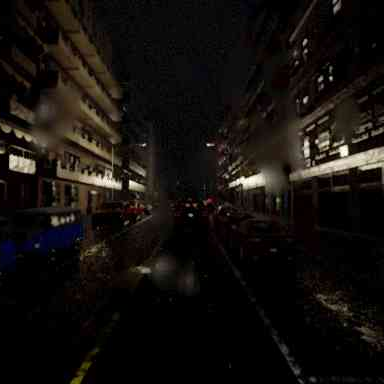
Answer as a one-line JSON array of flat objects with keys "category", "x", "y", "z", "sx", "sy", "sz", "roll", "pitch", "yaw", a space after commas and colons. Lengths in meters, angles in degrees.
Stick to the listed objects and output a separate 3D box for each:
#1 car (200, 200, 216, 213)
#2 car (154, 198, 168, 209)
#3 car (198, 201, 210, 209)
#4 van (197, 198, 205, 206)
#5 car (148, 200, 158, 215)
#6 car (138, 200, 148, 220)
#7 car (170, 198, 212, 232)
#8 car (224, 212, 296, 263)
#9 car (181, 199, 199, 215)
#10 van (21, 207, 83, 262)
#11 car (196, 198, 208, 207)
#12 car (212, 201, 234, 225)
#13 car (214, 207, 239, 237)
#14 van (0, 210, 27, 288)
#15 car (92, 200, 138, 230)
[{"category": "car", "x": 2.174, "y": 1.945, "z": 45.594, "sx": 1.967, "sy": 1.590, "sz": 4.097, "roll": 1, "pitch": -1, "yaw": 0}, {"category": "car", "x": -5.763, "y": 1.975, "z": 56.645, "sx": 2.192, "sy": 1.841, "sz": 5.009, "roll": 1, "pitch": -1, "yaw": 0}, {"category": "car", "x": 2.078, "y": 2.227, "z": 56.654, "sx": 1.802, "sy": 1.307, "sz": 4.206, "roll": 1, "pitch": -1, "yaw": 0}, {"category": "van", "x": 1.941, "y": 2.212, "z": 73.249, "sx": 1.690, "sy": 1.788, "sz": 3.998, "roll": 1, "pitch": -1, "yaw": 0}, {"category": "car", "x": -5.628, "y": 2.018, "z": 40.055, "sx": 1.947, "sy": 1.339, "sz": 4.313, "roll": 1, "pitch": -1, "yaw": 0}, {"category": "car", "x": -5.528, "y": 1.638, "z": 28.996, "sx": 2.192, "sy": 1.841, "sz": 5.009, "roll": 1, "pitch": -1, "yaw": 0}, {"category": "car", "x": -0.078, "y": 1.458, "z": 22.050, "sx": 2.150, "sy": 2.045, "sz": 5.566, "roll": 0, "pitch": 0, "yaw": 0}, {"category": "car", "x": 2.488, "y": 1.669, "z": 12.410, "sx": 1.887, "sy": 1.381, "sz": 4.507, "roll": 1, "pitch": -1, "yaw": 0}, {"category": "car", "x": -0.241, "y": 1.803, "z": 40.889, "sx": 2.097, "sy": 1.767, "sz": 4.553, "roll": 0, "pitch": -1, "yaw": 0}, {"category": "van", "x": -5.388, "y": 1.480, "z": 12.407, "sx": 1.690, "sy": 1.788, "sz": 3.998, "roll": 1, "pitch": -1, "yaw": 0}, {"category": "car", "x": 1.989, "y": 2.109, "z": 67.719, "sx": 2.192, "sy": 1.841, "sz": 5.009, "roll": 1, "pitch": -1, "yaw": 0}, {"category": "car", "x": 2.404, "y": 1.686, "z": 23.472, "sx": 1.967, "sy": 1.590, "sz": 4.097, "roll": 1, "pitch": -1, "yaw": 0}, {"category": "car", "x": 2.441, "y": 1.729, "z": 17.939, "sx": 1.887, "sy": 1.381, "sz": 4.507, "roll": 1, "pitch": -1, "yaw": 0}, {"category": "van", "x": -5.341, "y": 1.421, "z": 6.875, "sx": 1.690, "sy": 1.788, "sz": 3.998, "roll": 1, "pitch": -1, "yaw": 0}, {"category": "car", "x": -5.481, "y": 1.575, "z": 23.467, "sx": 2.192, "sy": 1.841, "sz": 5.009, "roll": 1, "pitch": -1, "yaw": 0}]
